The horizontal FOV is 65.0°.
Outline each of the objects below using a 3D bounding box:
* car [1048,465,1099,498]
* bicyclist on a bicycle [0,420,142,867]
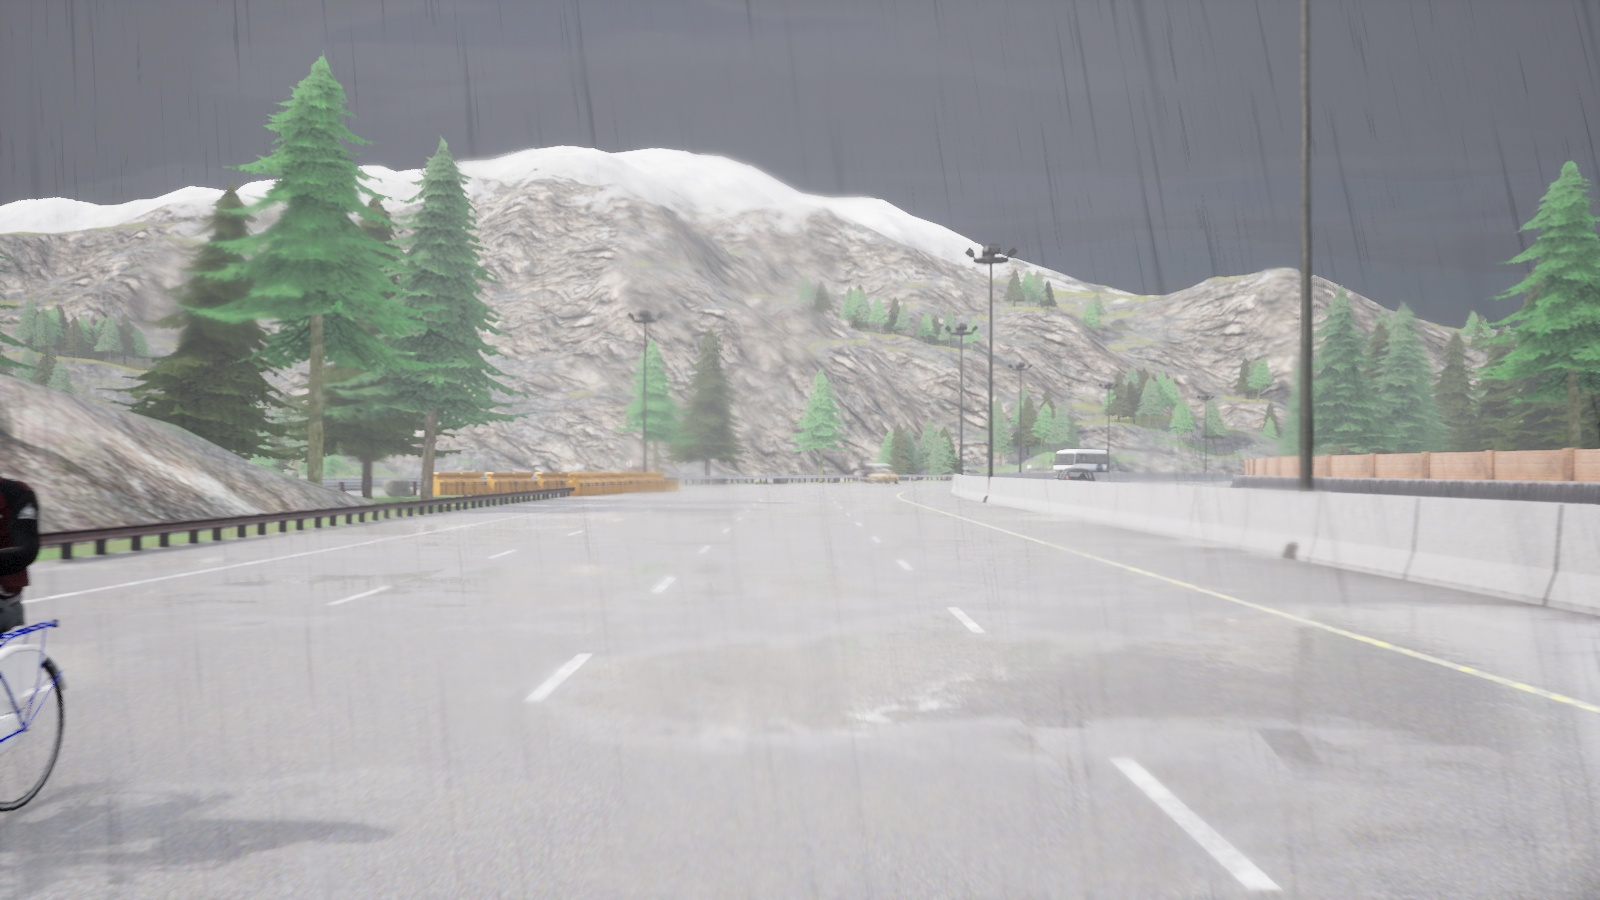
[{"bbox_3d":[13.938,1.596,64.175,1.851,1.617,3.988,0,-1,2],"label":"car"},{"bbox_3d":[-3.513,0.772,5.150,0.659,1.776,1.843,0,-1,0],"label":"bicyclist on a bicycle"}]
